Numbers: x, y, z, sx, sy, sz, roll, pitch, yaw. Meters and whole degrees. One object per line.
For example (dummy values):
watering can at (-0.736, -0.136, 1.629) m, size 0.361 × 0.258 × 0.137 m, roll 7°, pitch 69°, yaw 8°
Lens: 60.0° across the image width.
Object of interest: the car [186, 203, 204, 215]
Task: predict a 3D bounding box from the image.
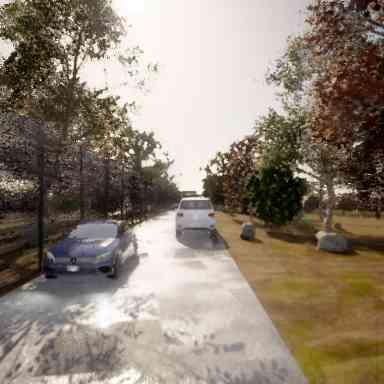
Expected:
car at (0.363, 2.079, 41.675) m, size 2.033 × 1.411 × 5.357 m, roll 0°, pitch -1°, yaw 1°

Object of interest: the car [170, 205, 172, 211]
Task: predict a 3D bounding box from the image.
car at (-2.426, 2.432, 53.524) m, size 1.895 × 1.301 × 4.718 m, roll 0°, pitch -2°, yaw 1°

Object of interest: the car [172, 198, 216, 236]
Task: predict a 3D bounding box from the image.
car at (0.204, 1.353, 19.226) m, size 2.150 × 2.045 × 5.566 m, roll 0°, pitch -1°, yaw 0°

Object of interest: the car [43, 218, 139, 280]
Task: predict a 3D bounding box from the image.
car at (-2.807, 1.567, 10.212) m, size 1.812 × 1.442 × 4.674 m, roll 0°, pitch 0°, yaw 0°
